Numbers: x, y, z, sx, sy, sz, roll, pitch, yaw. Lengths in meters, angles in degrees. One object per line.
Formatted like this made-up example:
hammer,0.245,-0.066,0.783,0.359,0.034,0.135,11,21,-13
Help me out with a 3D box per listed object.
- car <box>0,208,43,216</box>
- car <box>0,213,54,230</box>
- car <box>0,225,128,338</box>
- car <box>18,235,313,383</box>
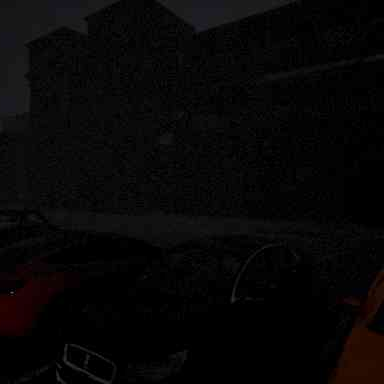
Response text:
car,-6.368,1.341,9.935,2.185,1.767,4.553,0,0,35
car,-4.127,1.471,8.292,2.097,1.535,5.008,0,0,35
car,-1.844,1.504,6.706,2.163,1.488,4.792,0,0,35
car,0.406,1.479,5.073,2.231,1.521,4.892,0,0,35
